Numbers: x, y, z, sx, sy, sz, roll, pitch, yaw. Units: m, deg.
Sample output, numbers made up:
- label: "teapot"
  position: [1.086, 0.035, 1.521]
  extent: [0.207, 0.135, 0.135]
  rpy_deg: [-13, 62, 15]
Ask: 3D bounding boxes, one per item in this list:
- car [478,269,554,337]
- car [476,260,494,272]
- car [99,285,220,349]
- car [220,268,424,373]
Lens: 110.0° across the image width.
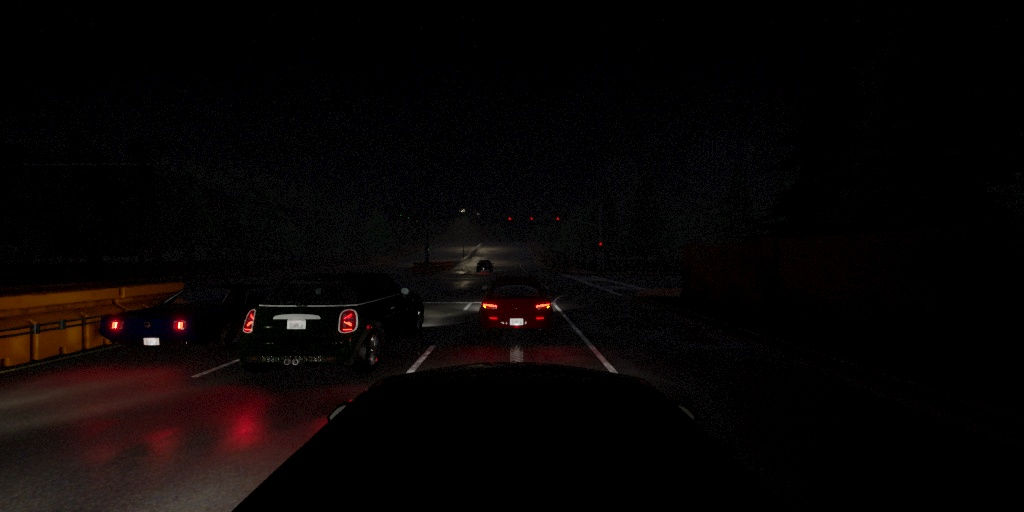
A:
- label: "car"
  position: [0.100, 1.276, 10.164]
  extent: [1.812, 1.442, 4.674]
  rpy_deg: [0, 0, 0]
- label: "car"
  position: [-3.397, 1.255, 45.246]
  extent: [1.837, 1.490, 4.892]
  rpy_deg: [0, 0, 0]
- label: "car"
  position: [-6.900, 1.351, 9.090]
  extent: [1.895, 1.301, 4.718]
  rpy_deg: [0, 0, 0]
- label: "car"
  position: [-3.398, 1.102, 7.775]
  extent: [2.097, 1.767, 4.553]
  rpy_deg: [0, 0, 0]
